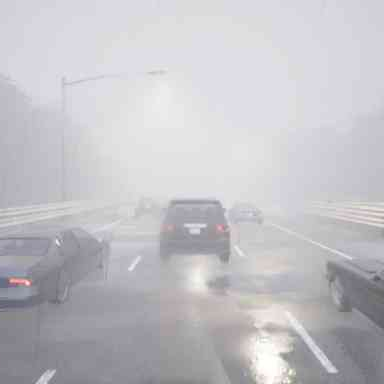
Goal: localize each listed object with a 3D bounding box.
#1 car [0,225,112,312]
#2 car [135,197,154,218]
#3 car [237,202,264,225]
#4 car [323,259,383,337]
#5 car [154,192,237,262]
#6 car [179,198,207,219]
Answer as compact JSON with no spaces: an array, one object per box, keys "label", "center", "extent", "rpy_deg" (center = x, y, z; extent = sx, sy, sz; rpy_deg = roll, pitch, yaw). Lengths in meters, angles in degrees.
[{"label":"car","center":[-3.421,1.509,7.925],"extent":[2.033,1.411,5.357],"rpy_deg":[0,0,0]},{"label":"car","center":[-3.418,1.158,27.841],"extent":[2.097,1.767,4.553],"rpy_deg":[0,1,0]},{"label":"car","center":[3.577,1.402,22.829],"extent":[2.033,1.411,5.357],"rpy_deg":[0,1,0]},{"label":"car","center":[3.567,1.579,4.620],"extent":[1.895,1.301,4.718],"rpy_deg":[0,0,0]},{"label":"car","center":[0.088,1.161,11.944],"extent":[2.150,2.045,5.566],"rpy_deg":[0,0,0]},{"label":"car","center":[0.083,1.295,28.094],"extent":[2.128,1.511,4.902],"rpy_deg":[0,1,0]}]
